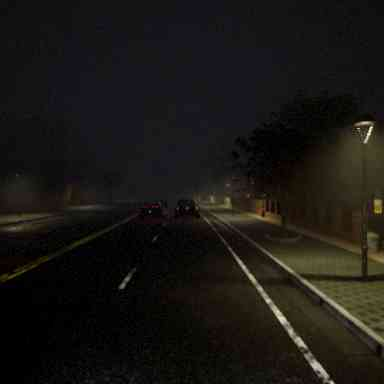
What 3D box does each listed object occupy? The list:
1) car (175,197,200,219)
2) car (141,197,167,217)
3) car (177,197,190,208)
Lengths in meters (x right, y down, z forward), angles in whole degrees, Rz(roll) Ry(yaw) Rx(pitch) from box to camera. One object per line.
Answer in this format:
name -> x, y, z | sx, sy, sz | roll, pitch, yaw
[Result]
car -> -0.456, 1.390, 30.000 | 2.097, 1.767, 4.553 | 0, 0, -2
car -> -3.767, 1.534, 31.715 | 2.128, 1.511, 4.902 | 0, 0, -2
car -> -1.322, 1.539, 49.346 | 1.882, 1.535, 5.008 | 0, 0, -3
